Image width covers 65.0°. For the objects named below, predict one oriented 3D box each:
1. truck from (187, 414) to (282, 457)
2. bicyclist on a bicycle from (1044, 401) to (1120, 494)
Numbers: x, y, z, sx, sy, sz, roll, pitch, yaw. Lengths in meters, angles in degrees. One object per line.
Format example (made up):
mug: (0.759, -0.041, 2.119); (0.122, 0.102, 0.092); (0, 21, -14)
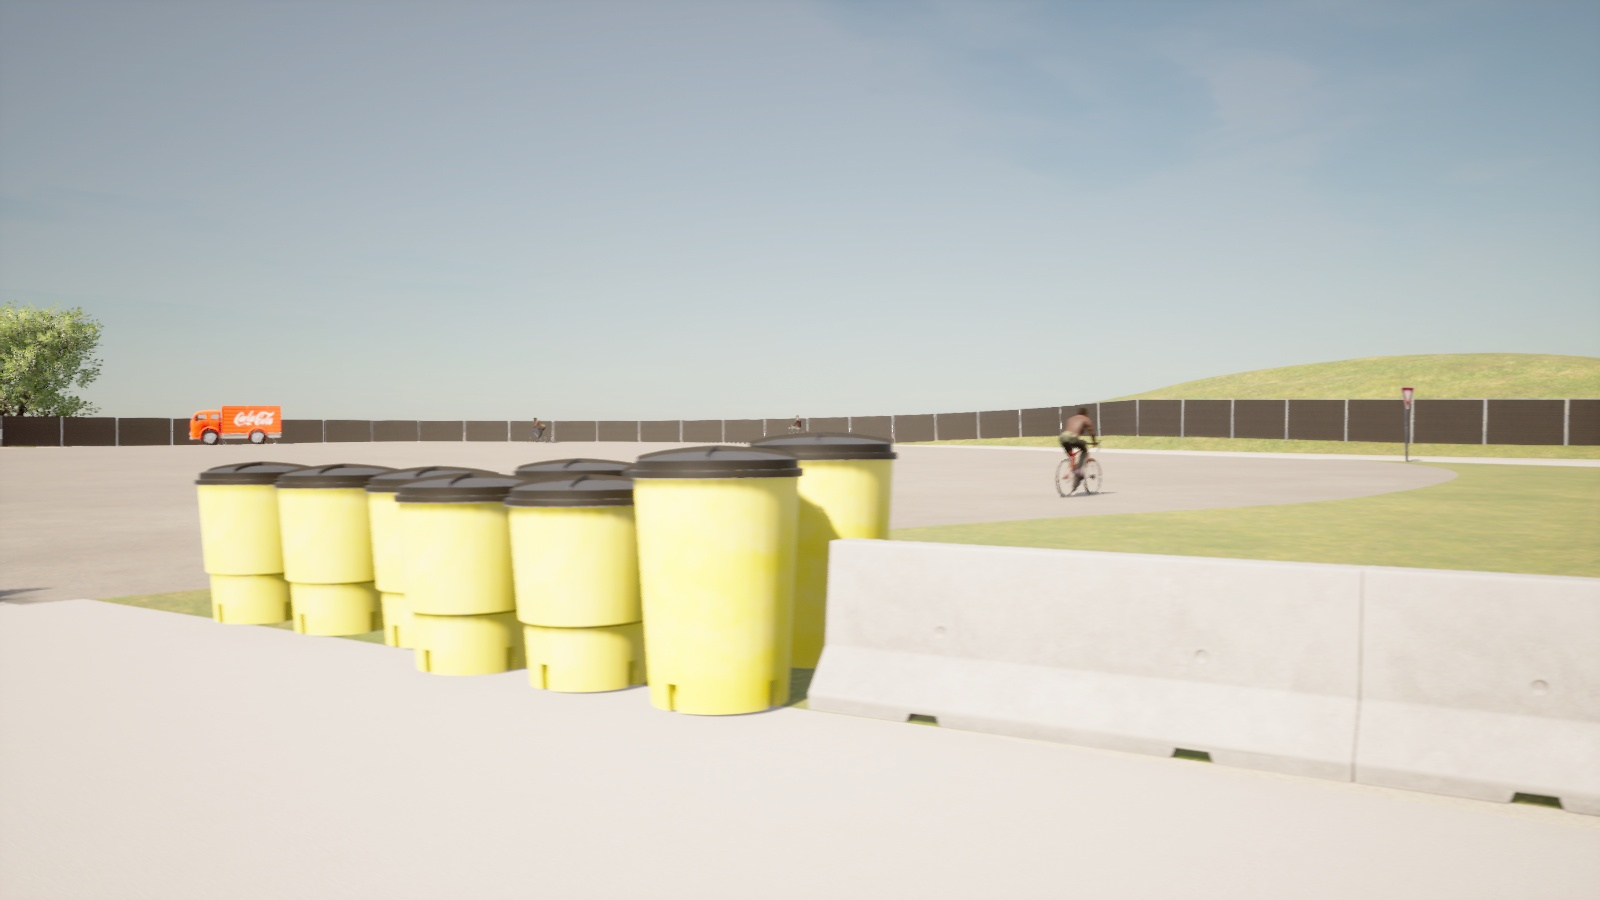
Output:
truck: (-35.117, -0.889, 78.103); (5.204, 2.467, 2.627); (-2, 1, -24)
bicyclist on a bicycle: (5.097, -0.051, 22.669); (0.582, 1.620, 1.656); (-2, 0, 41)
